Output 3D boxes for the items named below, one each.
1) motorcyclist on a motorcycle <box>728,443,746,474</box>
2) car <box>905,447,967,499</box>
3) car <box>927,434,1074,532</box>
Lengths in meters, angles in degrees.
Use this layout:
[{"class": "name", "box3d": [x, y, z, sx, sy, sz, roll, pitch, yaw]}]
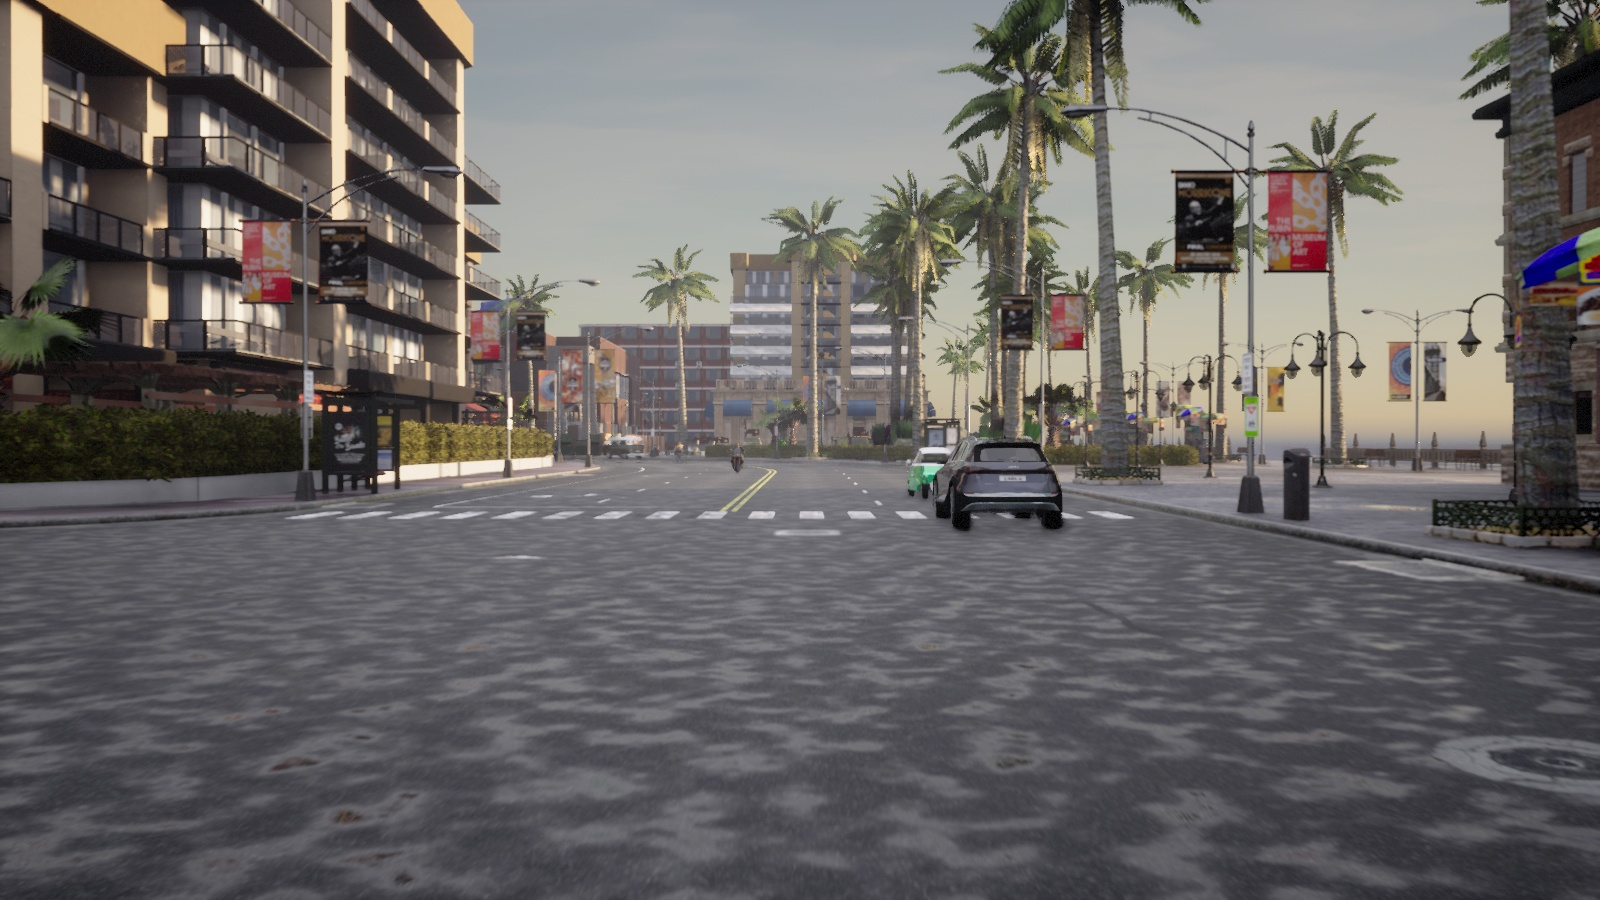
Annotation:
[{"class": "motorcyclist on a motorcycle", "box3d": [-3.155, 0.424, 63.064, 0.866, 1.530, 2.191, 0, 0, -1]}, {"class": "car", "box3d": [3.711, 0.609, 34.582, 1.481, 1.376, 2.207, 0, 1, 0]}, {"class": "car", "box3d": [3.650, 0.546, 23.726, 2.033, 1.649, 4.856, 0, 0, 0]}]
